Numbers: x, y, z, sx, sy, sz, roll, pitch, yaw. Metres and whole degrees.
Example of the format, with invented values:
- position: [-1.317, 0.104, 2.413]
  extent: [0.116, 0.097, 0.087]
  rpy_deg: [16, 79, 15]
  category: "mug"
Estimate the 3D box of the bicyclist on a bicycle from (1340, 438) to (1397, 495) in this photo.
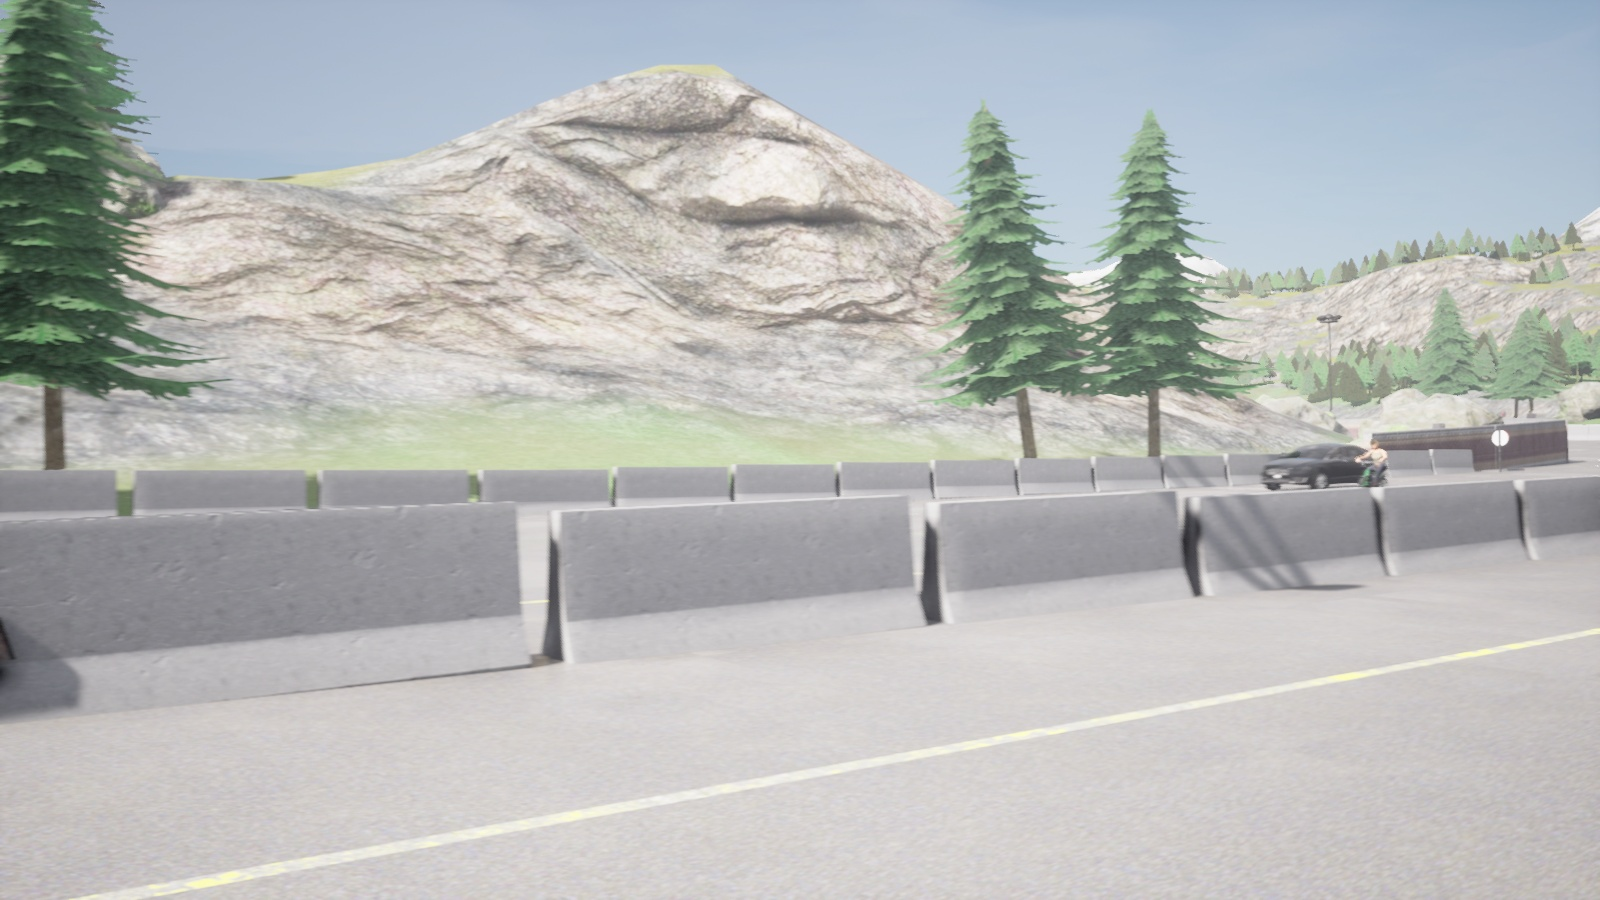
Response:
- position: [16.520, 0.460, 36.486]
  extent: [1.509, 1.612, 0.866]
  rpy_deg: [-1, 1, -35]
  category: "bicyclist on a bicycle"

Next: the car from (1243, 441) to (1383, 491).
- position: [16.758, 0.495, 40.911]
  extent: [4.892, 1.490, 1.837]
  rpy_deg: [-1, 0, -35]
  category: "car"
